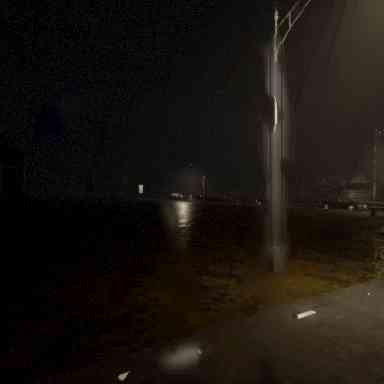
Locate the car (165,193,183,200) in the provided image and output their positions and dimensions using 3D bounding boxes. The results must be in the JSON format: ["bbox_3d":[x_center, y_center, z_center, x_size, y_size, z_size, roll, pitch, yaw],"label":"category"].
[{"bbox_3d":[-4.001,0.954,71.225,1.895,1.301,4.718,2,-1,-35],"label":"car"}]

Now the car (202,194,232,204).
[{"bbox_3d":[4.266,1.163,53.347,1.895,1.301,4.718,2,-1,-35],"label":"car"}]

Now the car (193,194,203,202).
[{"bbox_3d":[2.039,1.098,62.698,1.837,1.490,4.892,2,-1,-35],"label":"car"}]

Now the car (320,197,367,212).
[{"bbox_3d":[16.421,1.292,36.173,1.837,1.490,4.892,2,0,-35],"label":"car"}]

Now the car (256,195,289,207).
[{"bbox_3d":[10.671,1.176,44.291,1.837,1.490,4.892,2,0,-35],"label":"car"}]
